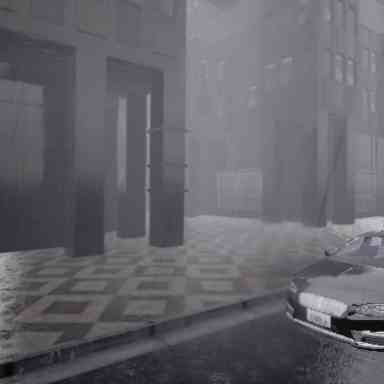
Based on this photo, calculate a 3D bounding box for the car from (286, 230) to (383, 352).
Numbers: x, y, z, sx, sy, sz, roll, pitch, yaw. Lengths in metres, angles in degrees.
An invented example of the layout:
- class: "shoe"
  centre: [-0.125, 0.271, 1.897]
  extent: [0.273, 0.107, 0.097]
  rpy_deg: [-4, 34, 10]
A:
- class: "car"
  centre: [3.759, 1.493, 6.062]
  extent: [4.902, 1.511, 2.128]
  rpy_deg: [0, 0, -36]
